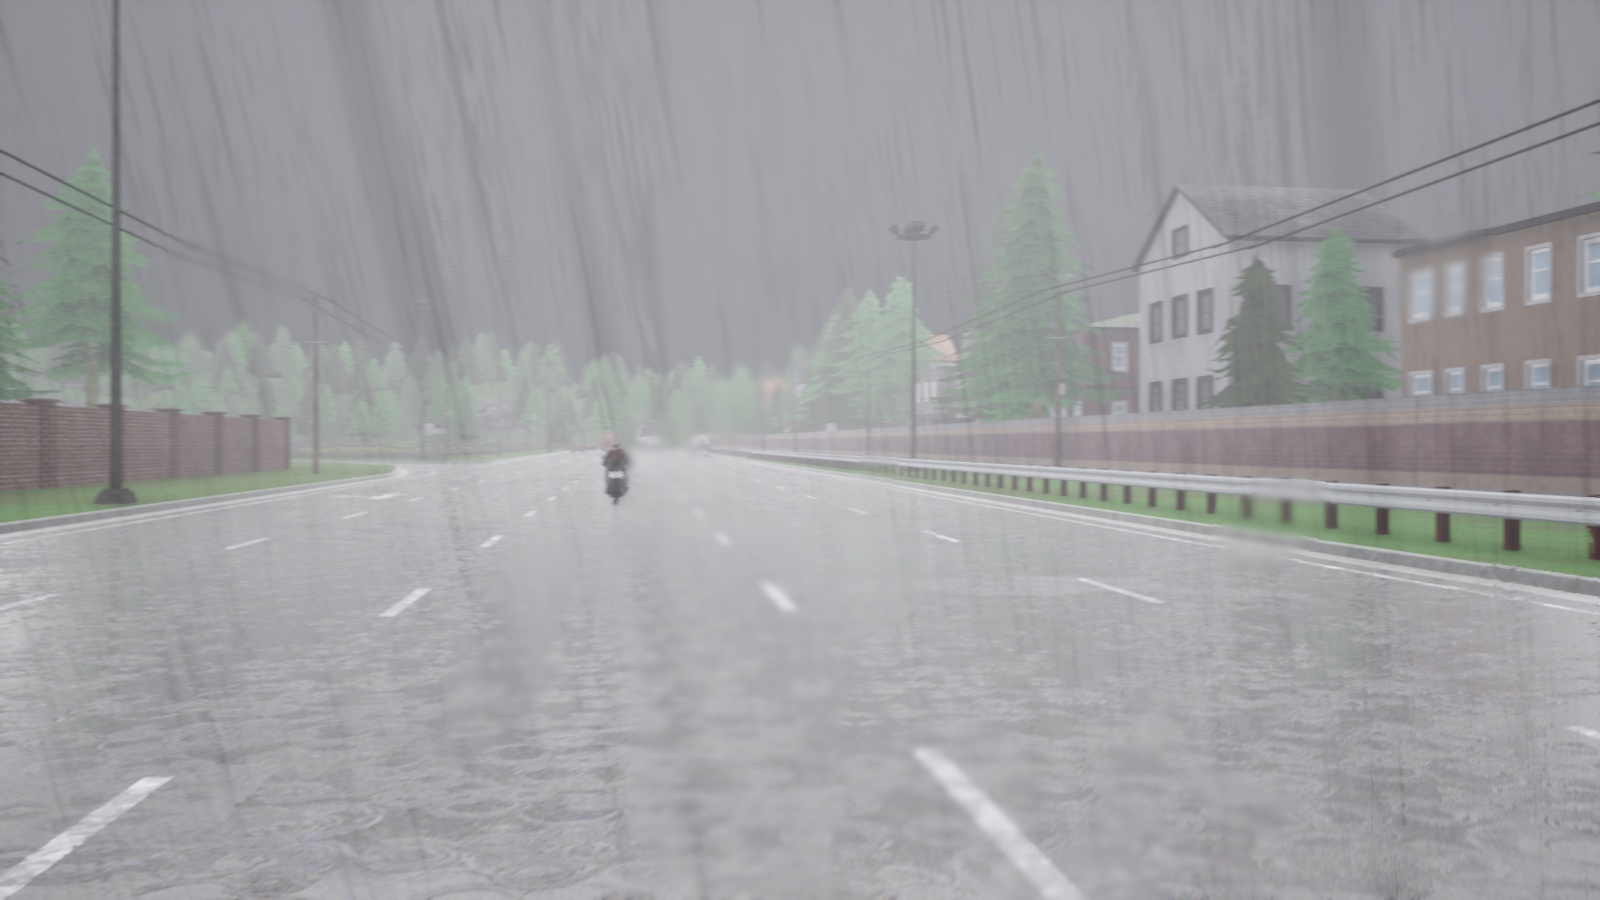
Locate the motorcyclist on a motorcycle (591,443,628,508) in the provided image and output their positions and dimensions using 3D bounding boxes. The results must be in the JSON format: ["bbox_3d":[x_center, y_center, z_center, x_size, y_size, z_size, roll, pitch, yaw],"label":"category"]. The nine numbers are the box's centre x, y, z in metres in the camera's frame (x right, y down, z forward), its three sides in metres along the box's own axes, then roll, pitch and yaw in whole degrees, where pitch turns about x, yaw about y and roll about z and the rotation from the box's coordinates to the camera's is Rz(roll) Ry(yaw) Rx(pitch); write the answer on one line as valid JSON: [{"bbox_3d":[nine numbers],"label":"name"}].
[{"bbox_3d":[-4.633,0.595,30.635,0.866,1.530,2.191,0,0,-8],"label":"motorcyclist on a motorcycle"}]
